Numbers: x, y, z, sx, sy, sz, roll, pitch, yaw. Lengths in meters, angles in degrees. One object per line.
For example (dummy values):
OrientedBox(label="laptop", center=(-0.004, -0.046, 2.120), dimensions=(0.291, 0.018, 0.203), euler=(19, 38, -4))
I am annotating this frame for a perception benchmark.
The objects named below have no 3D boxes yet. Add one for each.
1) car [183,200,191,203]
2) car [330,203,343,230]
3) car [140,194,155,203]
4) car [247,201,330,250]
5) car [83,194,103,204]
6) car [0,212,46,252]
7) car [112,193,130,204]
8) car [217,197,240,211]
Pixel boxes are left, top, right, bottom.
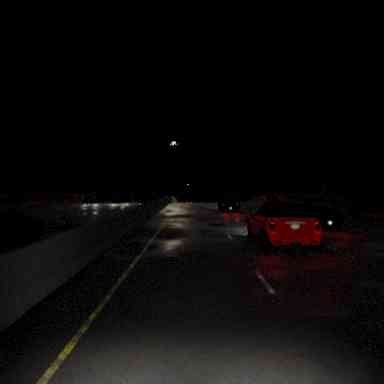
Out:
OrientedBox(label="car", center=(-1.214, 2.699, 79.428), dimensions=(1.837, 1.490, 4.892), euler=(0, -5, 0))
OrientedBox(label="car", center=(7.102, 1.280, 19.497), dimensions=(1.837, 1.490, 4.892), euler=(0, 1, 0))
OrientedBox(label="car", center=(-7.067, 1.018, 53.017), dimensions=(2.033, 1.411, 5.357), euler=(0, -1, 0))
OrientedBox(label="car", center=(3.601, 1.203, 13.717), dimensions=(2.097, 1.767, 4.553), euler=(0, 1, 0))
OrientedBox(label="car", center=(-14.075, 0.949, 47.630), dimensions=(1.812, 1.442, 4.674), euler=(0, 0, 0))
OrientedBox(label="car", center=(-7.099, 1.425, 11.793), dimensions=(2.033, 1.411, 5.357), euler=(0, 1, 0))
OrientedBox(label="car", center=(-10.565, 0.907, 49.593), dimensions=(1.882, 1.535, 5.008), euler=(0, -1, 0))
OrientedBox(label="car", center=(3.604, 1.191, 33.405), dimensions=(1.895, 1.301, 4.718), euler=(0, 1, 0))
